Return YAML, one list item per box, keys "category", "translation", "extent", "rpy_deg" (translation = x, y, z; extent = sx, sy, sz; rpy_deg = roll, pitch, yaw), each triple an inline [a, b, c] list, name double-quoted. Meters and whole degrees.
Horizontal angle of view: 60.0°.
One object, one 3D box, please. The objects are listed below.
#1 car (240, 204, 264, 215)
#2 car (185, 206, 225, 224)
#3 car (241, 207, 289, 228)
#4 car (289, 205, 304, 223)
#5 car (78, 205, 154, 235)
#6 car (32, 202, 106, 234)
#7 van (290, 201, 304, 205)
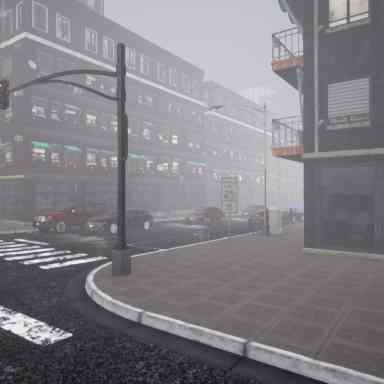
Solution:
- category: "car"
  translation: [7.297, 2.189, 38.259]
  extent: [1.837, 1.490, 4.892]
  rpy_deg: [0, -1, 36]
- category: "car"
  translation: [1.322, 2.020, 29.782]
  extent: [1.812, 1.442, 4.674]
  rpy_deg: [0, -1, 35]
- category: "car"
  translation: [5.786, 2.048, 26.153]
  extent: [1.802, 1.307, 4.206]
  rpy_deg: [-2, -2, 35]
- category: "car"
  translation: [9.057, 2.121, 30.803]
  extent: [2.008, 1.369, 4.403]
  rpy_deg: [-2, -2, 35]
- category: "car"
  translation: [-4.533, 1.814, 21.479]
  extent: [1.837, 1.490, 4.892]
  rpy_deg: [0, -1, 35]
- category: "car"
  translation: [-7.619, 1.604, 21.620]
  extent: [2.192, 1.841, 5.009]
  rpy_deg: [-1, -2, 35]
- category: "van"
  translation: [18.554, 2.464, 58.802]
  extent: [1.690, 1.788, 3.998]
  rpy_deg: [-2, -2, 35]
